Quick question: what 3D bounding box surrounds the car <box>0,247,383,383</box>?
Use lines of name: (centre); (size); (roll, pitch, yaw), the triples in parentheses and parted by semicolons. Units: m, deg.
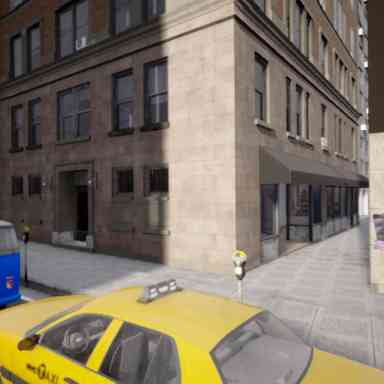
car: (-0.507, 1.525, 3.225); (4.829, 1.417, 1.752); (0, -1, 36)

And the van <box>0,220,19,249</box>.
van: (-4.979, 1.339, 6.433); (3.998, 1.788, 1.690); (0, -1, 36)
